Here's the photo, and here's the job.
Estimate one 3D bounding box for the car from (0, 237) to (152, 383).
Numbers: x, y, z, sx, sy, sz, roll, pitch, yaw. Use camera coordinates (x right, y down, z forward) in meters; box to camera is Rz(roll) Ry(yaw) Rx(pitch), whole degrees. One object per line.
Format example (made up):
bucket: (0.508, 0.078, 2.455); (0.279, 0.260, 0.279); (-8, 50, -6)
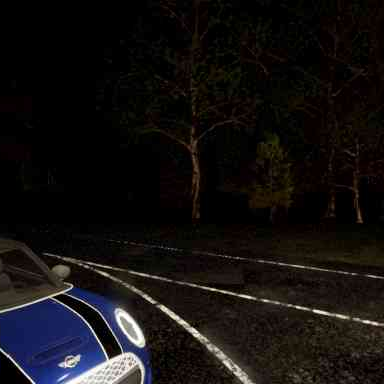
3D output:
car: (-2.607, 1.338, 3.742); (4.553, 1.767, 2.097); (1, 0, 35)
